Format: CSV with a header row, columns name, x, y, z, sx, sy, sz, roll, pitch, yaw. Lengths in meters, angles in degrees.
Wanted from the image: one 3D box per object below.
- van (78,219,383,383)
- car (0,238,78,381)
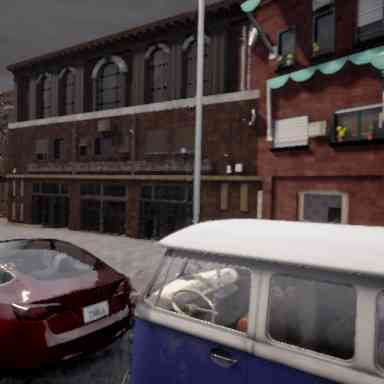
name,x,y,z,sx,sy,sz,roll,pitch,yaw
van,1.403,1.252,2.282,4.442,1.987,1.878,0,0,36
car,-3.087,1.497,5.390,4.792,1.488,2.163,0,0,35
